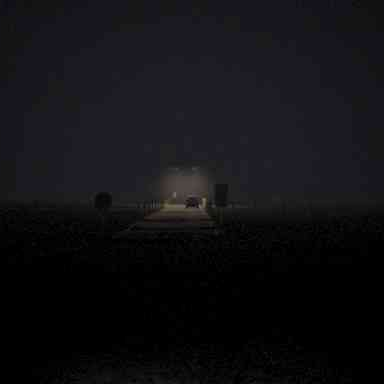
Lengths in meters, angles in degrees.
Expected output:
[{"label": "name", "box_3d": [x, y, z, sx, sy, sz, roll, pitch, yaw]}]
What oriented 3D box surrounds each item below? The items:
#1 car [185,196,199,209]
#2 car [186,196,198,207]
[{"label": "car", "box_3d": [0.044, 1.772, 52.673, 2.097, 1.767, 4.553, 0, 0, 0]}, {"label": "car", "box_3d": [0.052, 1.722, 62.739, 2.150, 2.045, 5.566, 0, 0, 0]}]
